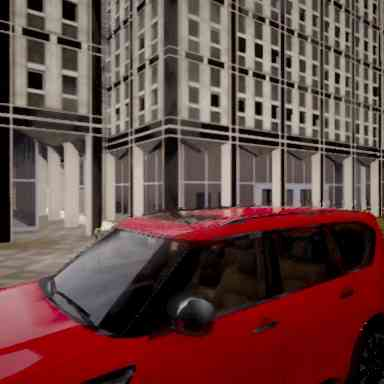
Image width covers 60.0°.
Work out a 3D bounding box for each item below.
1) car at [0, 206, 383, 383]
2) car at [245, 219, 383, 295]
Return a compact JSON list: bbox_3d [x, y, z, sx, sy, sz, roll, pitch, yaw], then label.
[{"bbox_3d":[0.046,1.218,3.410,5.566,2.045,2.150,0,0,-35],"label":"car"},{"bbox_3d":[3.615,1.565,9.138,4.206,1.307,1.802,0,0,-36],"label":"car"}]
